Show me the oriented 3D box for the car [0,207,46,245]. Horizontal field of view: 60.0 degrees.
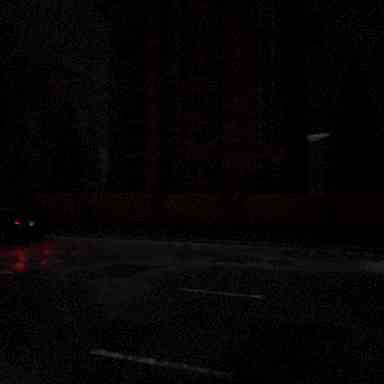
[{"bbox_3d":[-9.851,1.599,16.938,4.553,1.767,2.097,0,-1,19],"label":"car"}]
